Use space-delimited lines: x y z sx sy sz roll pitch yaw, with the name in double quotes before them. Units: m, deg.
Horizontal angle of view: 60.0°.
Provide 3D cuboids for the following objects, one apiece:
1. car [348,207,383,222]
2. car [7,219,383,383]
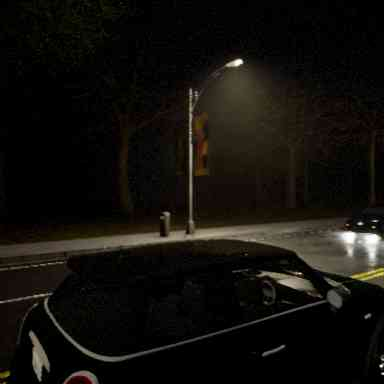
"car" 10.842 1.558 19.370 4.181 1.385 1.994 0 0 -35
"car" 0.526 1.351 3.815 4.553 1.767 2.097 0 0 -36
